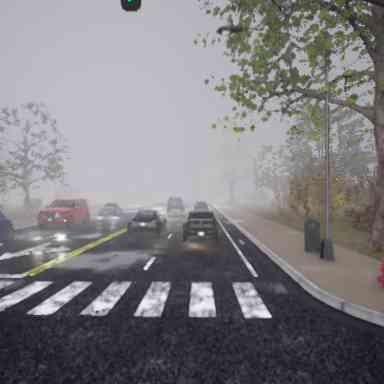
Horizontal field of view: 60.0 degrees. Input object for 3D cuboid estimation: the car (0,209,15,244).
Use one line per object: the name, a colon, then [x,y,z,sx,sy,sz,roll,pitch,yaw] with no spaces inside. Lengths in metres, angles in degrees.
car: [-9.557,1.528,13.972,2.097,1.767,4.553,0,-1,2]

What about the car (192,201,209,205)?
car: [1.119,1.912,41.832,1.837,1.490,4.892,0,-1,2]

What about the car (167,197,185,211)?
car: [-2.150,1.663,44.847,2.150,2.045,5.566,0,0,2]

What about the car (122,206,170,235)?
car: [-2.690,1.787,20.528,1.994,1.385,4.181,0,-1,1]

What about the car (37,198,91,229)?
car: [-9.270,1.495,24.598,2.150,2.045,5.566,0,-1,1]

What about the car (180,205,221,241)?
car: [0.496,1.697,17.845,1.837,1.490,4.892,0,-1,2]

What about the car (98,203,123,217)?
car: [-8.924,1.910,36.969,1.812,1.442,4.674,0,-1,2]
